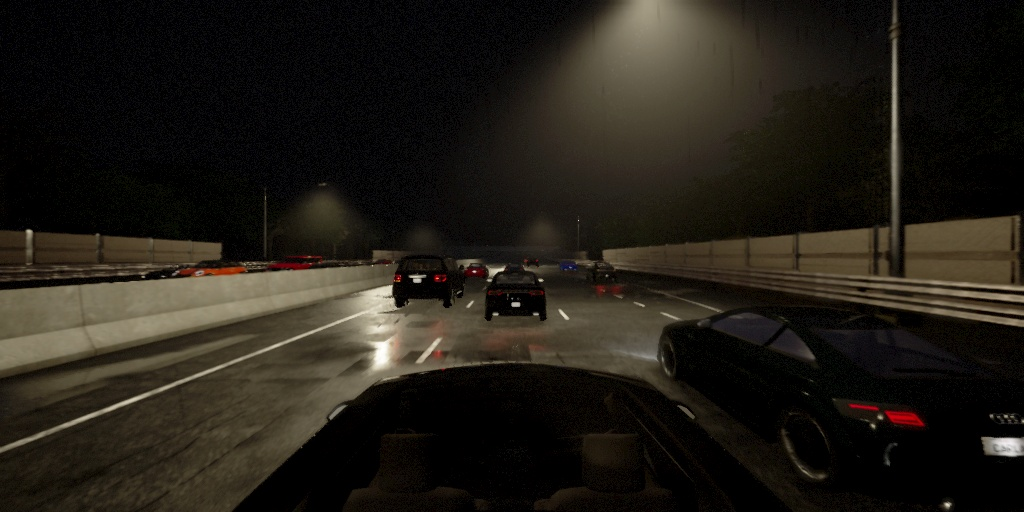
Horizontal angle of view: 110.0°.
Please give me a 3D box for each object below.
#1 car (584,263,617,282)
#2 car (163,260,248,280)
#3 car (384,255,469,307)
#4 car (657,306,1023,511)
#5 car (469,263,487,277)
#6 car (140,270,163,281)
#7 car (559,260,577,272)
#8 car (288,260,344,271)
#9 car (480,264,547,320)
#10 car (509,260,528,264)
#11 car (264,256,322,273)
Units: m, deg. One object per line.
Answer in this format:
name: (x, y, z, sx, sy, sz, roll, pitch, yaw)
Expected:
car: (7.055, 1.268, 28.804, 2.128, 1.511, 4.902, 0, 0, 1)
car: (-21.034, 1.117, 25.149, 2.097, 1.767, 4.553, 0, 0, 0)
car: (-3.378, 0.977, 15.494, 2.150, 2.045, 5.566, 0, 0, 0)
car: (3.501, 1.314, 4.538, 1.994, 1.385, 4.181, 0, 0, 0)
car: (-3.291, 1.347, 33.460, 1.994, 1.385, 4.181, 0, 0, 0)
car: (-24.427, 1.314, 26.927, 2.033, 1.411, 5.357, 0, 0, -1)
car: (7.294, 1.295, 46.762, 1.882, 1.535, 5.008, 0, 0, 1)
car: (-14.028, 1.273, 26.620, 1.837, 1.490, 4.892, 0, 0, 0)
car: (0.115, 1.231, 12.677, 1.882, 1.535, 5.008, 0, 0, 0)
car: (0.210, 1.348, 33.651, 1.994, 1.385, 4.181, 0, 0, 0)
car: (-17.513, 0.994, 29.288, 2.150, 2.045, 5.566, 0, 0, 0)
